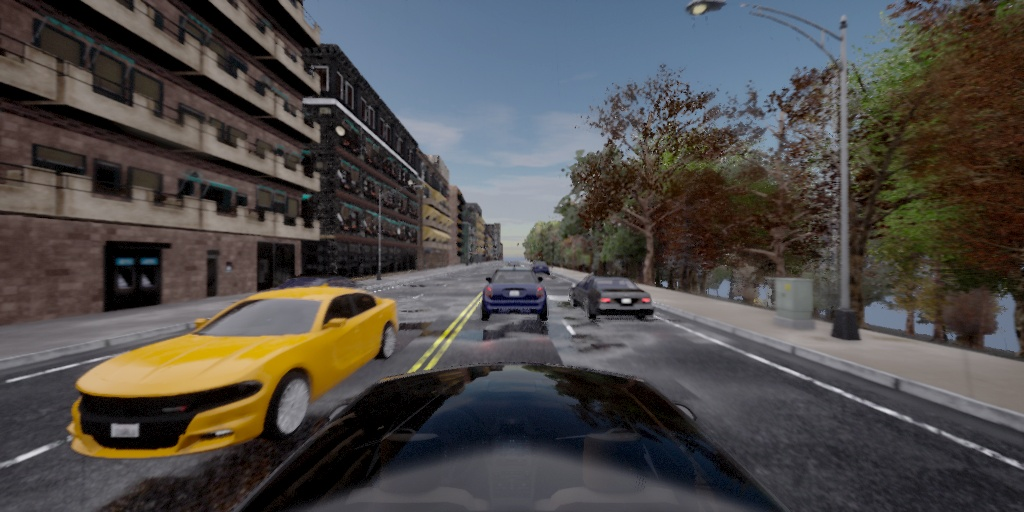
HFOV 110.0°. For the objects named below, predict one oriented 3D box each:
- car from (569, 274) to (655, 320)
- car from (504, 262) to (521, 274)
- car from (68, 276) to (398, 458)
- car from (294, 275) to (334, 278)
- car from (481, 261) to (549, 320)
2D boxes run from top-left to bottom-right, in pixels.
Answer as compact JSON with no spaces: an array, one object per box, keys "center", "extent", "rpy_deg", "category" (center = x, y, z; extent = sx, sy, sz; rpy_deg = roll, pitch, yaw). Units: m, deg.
[{"center":[3.339,1.367,12.962],"extent":[2.033,1.411,5.357],"rpy_deg":[0,0,0],"category":"car"},{"center":[0.108,1.532,47.697],"extent":[2.128,1.511,4.902],"rpy_deg":[0,0,0],"category":"car"},{"center":[-3.338,1.251,5.599],"extent":[1.882,1.535,5.008],"rpy_deg":[0,0,0],"category":"car"},{"center":[-6.561,1.360,11.969],"extent":[2.033,1.411,5.357],"rpy_deg":[0,0,0],"category":"car"},{"center":[0.085,1.171,13.076],"extent":[2.097,1.767,4.553],"rpy_deg":[0,0,0],"category":"car"}]
